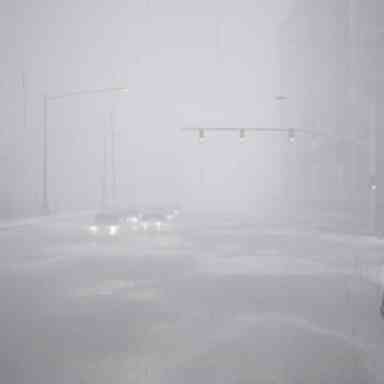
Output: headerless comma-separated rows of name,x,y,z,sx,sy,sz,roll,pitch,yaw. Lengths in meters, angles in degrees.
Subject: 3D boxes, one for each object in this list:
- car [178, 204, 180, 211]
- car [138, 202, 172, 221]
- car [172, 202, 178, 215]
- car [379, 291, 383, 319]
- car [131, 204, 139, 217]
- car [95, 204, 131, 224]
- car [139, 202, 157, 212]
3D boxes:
car,-2.968,2.244,52.204,1.994,1.385,4.181,0,-1,2
car,-3.456,1.965,31.922,2.033,1.411,5.357,0,-1,1
car,-3.226,2.101,41.152,1.994,1.385,4.181,0,-1,3
car,5.239,1.407,4.515,4.553,1.767,2.097,0,-1,1
car,-6.807,2.104,38.488,1.895,1.301,4.718,0,-1,1
car,-7.011,1.859,29.151,1.882,1.535,5.008,0,-1,1
car,-6.538,2.248,49.580,1.895,1.301,4.718,0,-1,1
